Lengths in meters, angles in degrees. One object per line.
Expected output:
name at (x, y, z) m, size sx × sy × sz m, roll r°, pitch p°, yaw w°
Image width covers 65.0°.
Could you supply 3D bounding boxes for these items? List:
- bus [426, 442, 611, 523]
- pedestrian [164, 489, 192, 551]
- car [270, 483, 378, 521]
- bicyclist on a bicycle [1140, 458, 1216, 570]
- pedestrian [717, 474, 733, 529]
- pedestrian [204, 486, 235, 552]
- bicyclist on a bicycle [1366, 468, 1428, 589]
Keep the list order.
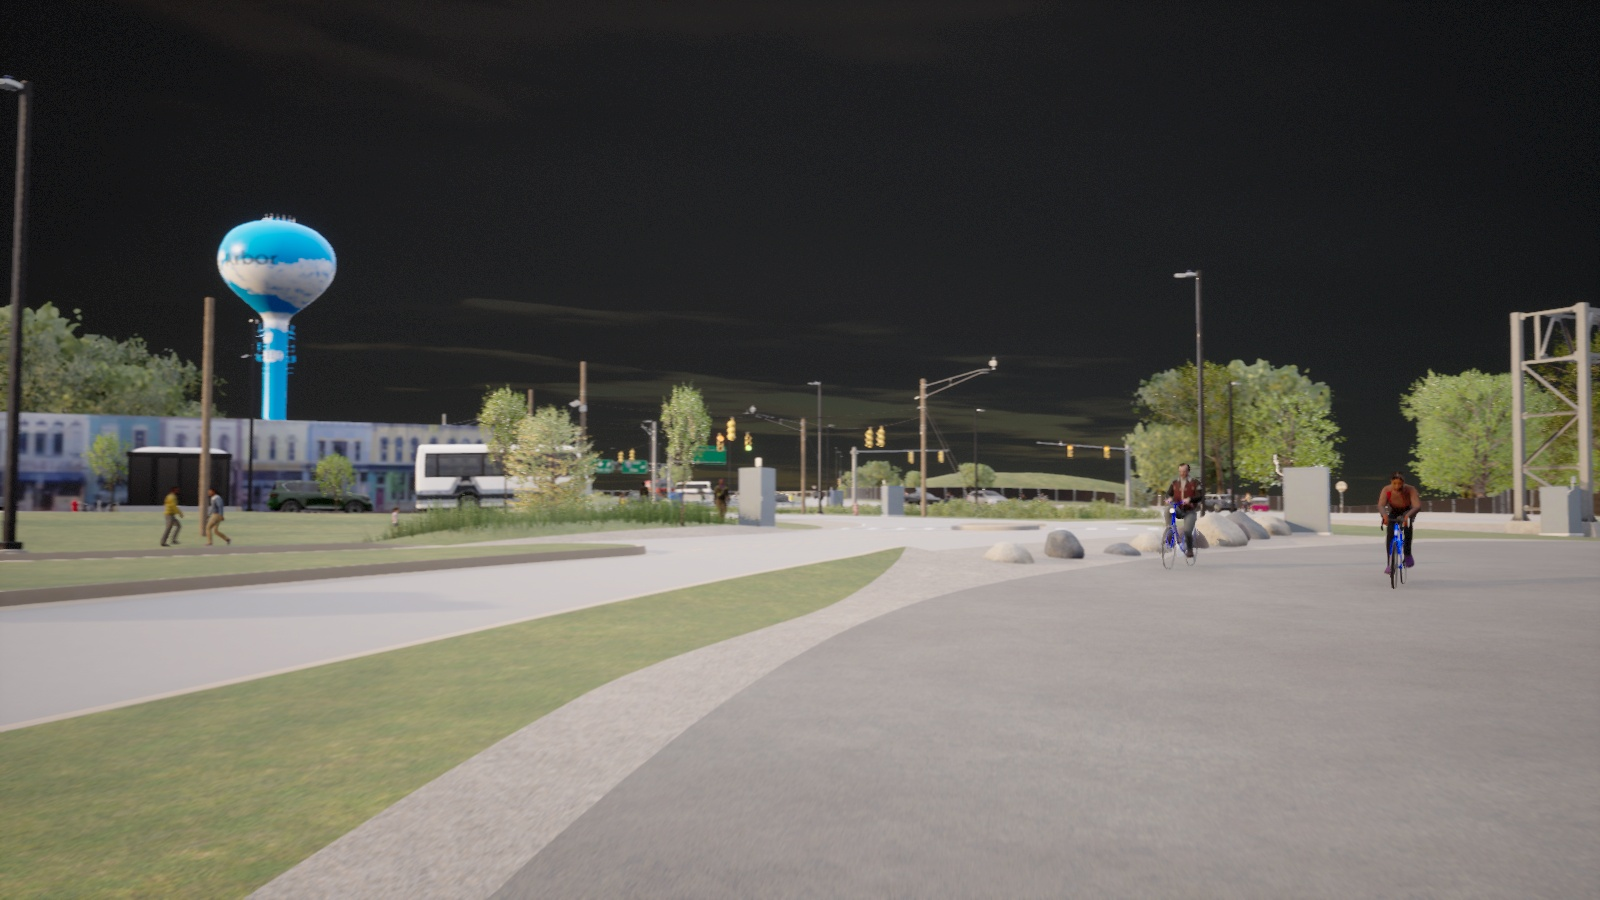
bus at (-16.635, 1.914, 73.926) m, size 10.273 × 4.253 × 3.944 m, roll -1°, pitch -5°, yaw -17°
pedestrian at (-18.612, 2.098, 37.570) m, size 0.709 × 1.840 × 0.431 m, roll 1°, pitch -4°, yaw -29°
car at (-26.656, 2.940, 70.334) m, size 5.566 × 2.045 × 2.150 m, roll 1°, pitch -4°, yaw -23°
bicyclist on a bicycle at (6.310, 1.046, 20.908) m, size 0.659 × 1.776 × 1.843 m, roll 0°, pitch -2°, yaw 35°
pedestrian at (-2.680, 1.846, 44.856) m, size 0.395 × 1.930 × 0.692 m, roll 1°, pitch -4°, yaw -18°
pedestrian at (-17.257, 2.053, 37.339) m, size 0.788 × 1.949 × 0.423 m, roll 1°, pitch -4°, yaw -26°
bicyclist on a bicycle at (8.426, 1.065, 17.693) m, size 0.582 × 1.620 × 1.656 m, roll -1°, pitch -1°, yaw 32°
